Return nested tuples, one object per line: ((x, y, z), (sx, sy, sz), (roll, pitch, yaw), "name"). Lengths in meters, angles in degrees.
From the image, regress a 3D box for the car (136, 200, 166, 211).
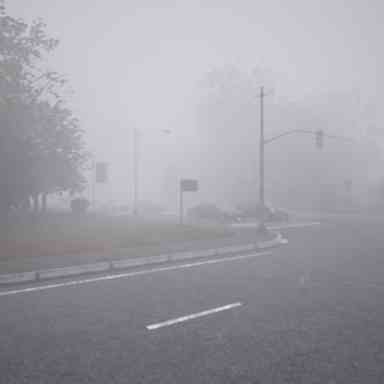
((-5.164, 1.627, 40.366), (1.895, 1.301, 4.718), (0, 0, -39), "car")

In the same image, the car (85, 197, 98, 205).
((-16.842, 1.537, 55.095), (1.882, 1.535, 5.008), (0, 0, -39), "car")

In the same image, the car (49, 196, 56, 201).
((-31.836, 1.620, 79.404), (1.895, 1.301, 4.718), (0, 0, -39), "car")

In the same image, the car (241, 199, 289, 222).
((5.555, 1.380, 26.987), (2.097, 1.767, 4.553), (0, 0, -39), "car")

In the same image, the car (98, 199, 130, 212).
((-9.168, 1.547, 39.771), (1.812, 1.442, 4.674), (0, 0, -39), "car")

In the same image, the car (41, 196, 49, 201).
((-38.094, 1.576, 87.213), (1.895, 1.301, 4.718), (0, 0, -39), "car")

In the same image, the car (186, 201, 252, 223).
((1.761, 1.570, 26.123), (2.033, 1.411, 5.357), (0, 0, -39), "car")

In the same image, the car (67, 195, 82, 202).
((-28.830, 1.504, 81.250), (1.882, 1.535, 5.008), (0, 0, -39), "car")

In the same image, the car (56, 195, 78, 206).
((-19.573, 1.350, 52.907), (1.812, 1.442, 4.674), (0, 0, -39), "car")
